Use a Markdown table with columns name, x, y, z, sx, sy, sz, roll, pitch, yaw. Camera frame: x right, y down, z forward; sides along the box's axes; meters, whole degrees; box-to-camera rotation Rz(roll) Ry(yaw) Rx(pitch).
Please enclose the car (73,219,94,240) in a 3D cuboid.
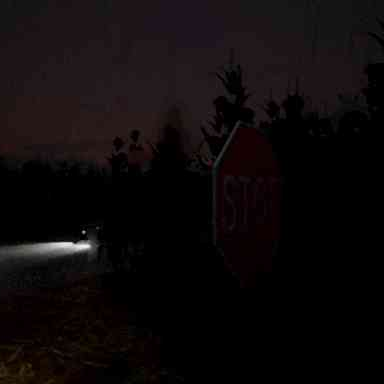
| name | x | y | z | sx | sy | sz | roll | pitch | yaw |
| --- | --- | --- | --- | --- | --- | --- | --- | --- | --- |
| car | -3.624 | 1.590 | 16.300 | 1.994 | 1.385 | 4.181 | 0 | 0 | 35 |
